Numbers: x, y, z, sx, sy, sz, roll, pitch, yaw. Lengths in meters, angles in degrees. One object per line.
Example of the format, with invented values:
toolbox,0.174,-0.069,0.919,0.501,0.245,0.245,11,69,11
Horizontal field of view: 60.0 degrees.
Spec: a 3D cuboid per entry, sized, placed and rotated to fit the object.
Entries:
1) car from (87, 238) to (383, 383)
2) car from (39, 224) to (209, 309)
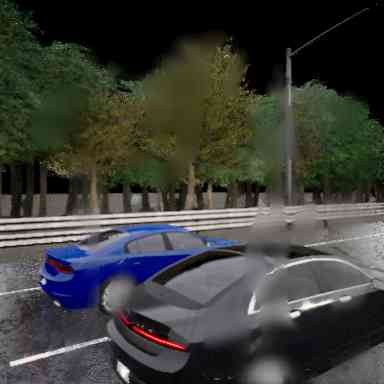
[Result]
car,1.295,1.495,4.672,4.892,1.490,1.837,0,0,-35
car,-0.708,1.468,7.543,5.008,1.535,1.882,0,0,-35
